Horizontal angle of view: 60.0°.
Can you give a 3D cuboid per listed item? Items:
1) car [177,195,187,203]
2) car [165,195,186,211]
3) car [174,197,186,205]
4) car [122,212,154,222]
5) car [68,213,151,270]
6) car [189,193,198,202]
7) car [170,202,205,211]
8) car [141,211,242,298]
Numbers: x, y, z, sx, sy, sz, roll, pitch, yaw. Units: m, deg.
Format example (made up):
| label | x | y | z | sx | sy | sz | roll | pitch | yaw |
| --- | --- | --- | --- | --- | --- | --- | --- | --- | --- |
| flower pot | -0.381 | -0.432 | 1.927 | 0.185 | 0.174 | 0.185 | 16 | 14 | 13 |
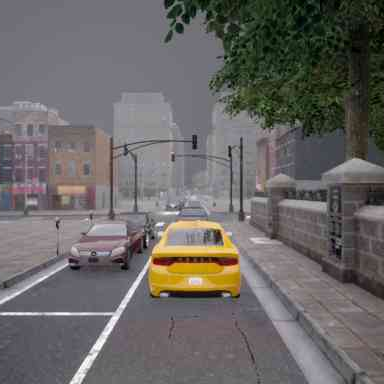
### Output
| label | x | y | z | sx | sy | sz | roll | pitch | yaw |
| --- | --- | --- | --- | --- | --- | --- | --- | --- | --- |
| car | -2.132 | 1.480 | 71.825 | 1.837 | 1.490 | 4.892 | 0 | 0 | 0 |
| car | -2.239 | 1.482 | 41.628 | 2.128 | 1.511 | 4.902 | 0 | 0 | 0 |
| car | -2.201 | 1.586 | 61.624 | 1.895 | 1.301 | 4.718 | 0 | 0 | 0 |
| car | -2.621 | 1.565 | 14.629 | 1.947 | 1.339 | 4.313 | 0 | 0 | 0 |
| car | -2.625 | 1.581 | 10.966 | 1.802 | 1.307 | 4.206 | 0 | 0 | 0 |
| car | 0.368 | 1.508 | 66.839 | 1.812 | 1.442 | 4.674 | 0 | 0 | 0 |
| car | 0.026 | 1.546 | 19.050 | 2.033 | 1.411 | 5.357 | 0 | 0 | 0 |
| car | 0.076 | 1.477 | 8.561 | 1.882 | 1.535 | 5.008 | 0 | 0 | 0 |
